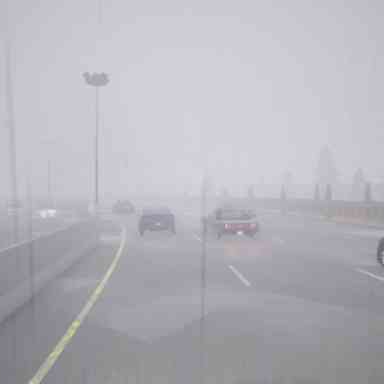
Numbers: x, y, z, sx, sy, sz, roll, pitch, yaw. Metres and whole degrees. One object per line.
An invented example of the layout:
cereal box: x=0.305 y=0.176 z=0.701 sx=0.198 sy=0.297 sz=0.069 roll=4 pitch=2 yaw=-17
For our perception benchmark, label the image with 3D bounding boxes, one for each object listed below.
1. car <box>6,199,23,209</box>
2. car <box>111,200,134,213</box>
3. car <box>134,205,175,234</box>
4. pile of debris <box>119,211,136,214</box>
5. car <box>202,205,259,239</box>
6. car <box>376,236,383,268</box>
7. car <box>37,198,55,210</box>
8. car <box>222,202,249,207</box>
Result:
car: x=-25.966 y=1.669 z=48.505 sx=2.033 sy=1.411 sz=5.357 roll=-1 pitch=0 yaw=-33
car: x=-7.680 y=1.553 z=36.847 sx=1.994 sy=1.385 sz=4.181 roll=-1 pitch=0 yaw=-22
car: x=-2.166 y=1.457 z=19.135 sx=1.882 sy=1.535 sz=5.008 roll=0 pitch=0 yaw=-12
pile of debris: x=-6.742 y=2.165 z=34.736 sx=1.500 sy=0.140 sz=1.860 roll=0 pitch=0 yaw=-21
car: x=1.796 y=1.564 z=17.283 sx=1.895 sy=1.301 sz=4.718 roll=0 pitch=0 yaw=-10
car: x=6.536 y=1.314 z=7.852 sx=2.097 sy=1.767 sz=4.553 roll=0 pitch=0 yaw=-4
car: x=-20.048 y=1.565 z=45.610 sx=2.128 sy=1.511 sz=4.902 roll=-1 pitch=0 yaw=-31
car: x=3.290 y=1.490 z=26.570 sx=2.033 sy=1.411 sz=5.357 roll=0 pitch=0 yaw=-15
